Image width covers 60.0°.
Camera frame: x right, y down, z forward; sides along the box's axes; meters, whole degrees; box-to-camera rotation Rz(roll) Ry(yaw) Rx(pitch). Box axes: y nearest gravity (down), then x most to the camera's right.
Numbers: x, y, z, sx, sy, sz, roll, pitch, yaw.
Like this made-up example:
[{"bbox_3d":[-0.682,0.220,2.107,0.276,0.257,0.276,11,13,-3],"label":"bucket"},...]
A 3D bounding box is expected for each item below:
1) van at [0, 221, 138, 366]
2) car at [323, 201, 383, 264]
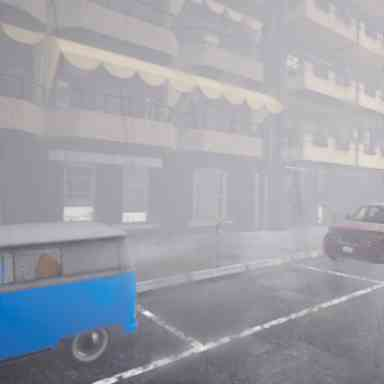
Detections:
[{"bbox_3d":[-2.665,1.341,4.171,3.998,1.788,1.690,0,2,-36],"label":"van"},{"bbox_3d":[6.333,1.245,10.603,5.009,1.841,2.192,0,2,-36],"label":"car"}]
